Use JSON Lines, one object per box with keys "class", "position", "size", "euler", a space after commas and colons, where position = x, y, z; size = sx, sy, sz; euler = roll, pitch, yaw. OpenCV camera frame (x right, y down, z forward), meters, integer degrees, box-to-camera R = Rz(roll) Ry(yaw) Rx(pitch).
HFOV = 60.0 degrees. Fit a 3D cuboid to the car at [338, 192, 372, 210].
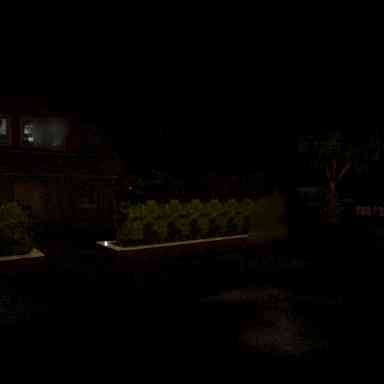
{"class": "car", "position": [17.407, 0.985, 36.196], "size": [3.866, 1.878, 1.905], "euler": [0, 0, 0]}
